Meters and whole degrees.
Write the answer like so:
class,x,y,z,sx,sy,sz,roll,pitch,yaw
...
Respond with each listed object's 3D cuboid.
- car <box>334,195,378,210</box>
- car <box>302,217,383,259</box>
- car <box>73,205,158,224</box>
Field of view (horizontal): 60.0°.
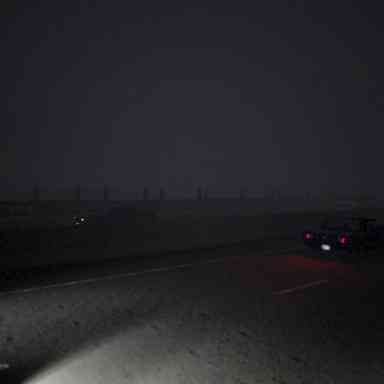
class,x,y,z,sx,sy,sz,roll,pitch,yaw
car,16.895,1.281,34.091,5.566,2.045,2.150,0,0,-37
car,6.405,1.623,12.796,4.718,1.301,1.895,0,0,-37
car,-4.942,1.563,22.053,5.357,1.411,2.033,0,0,-36
